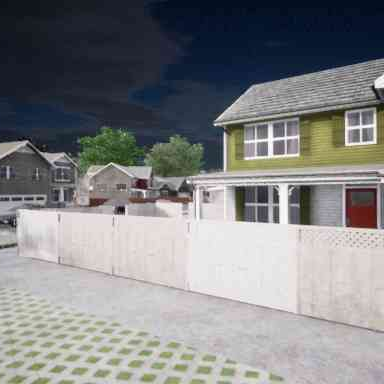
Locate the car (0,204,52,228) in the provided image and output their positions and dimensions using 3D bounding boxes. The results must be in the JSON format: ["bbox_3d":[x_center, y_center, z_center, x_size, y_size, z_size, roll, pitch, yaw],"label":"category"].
[{"bbox_3d":[-11.717,1.594,23.163,1.837,1.490,4.892,0,0,17],"label":"car"}]

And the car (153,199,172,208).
[{"bbox_3d":[-4.176,1.721,45.312,1.812,1.442,4.674,0,-1,21],"label":"car"}]

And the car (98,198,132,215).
[{"bbox_3d":[-7.990,1.495,34.740,2.097,1.767,4.553,0,0,19],"label":"car"}]
